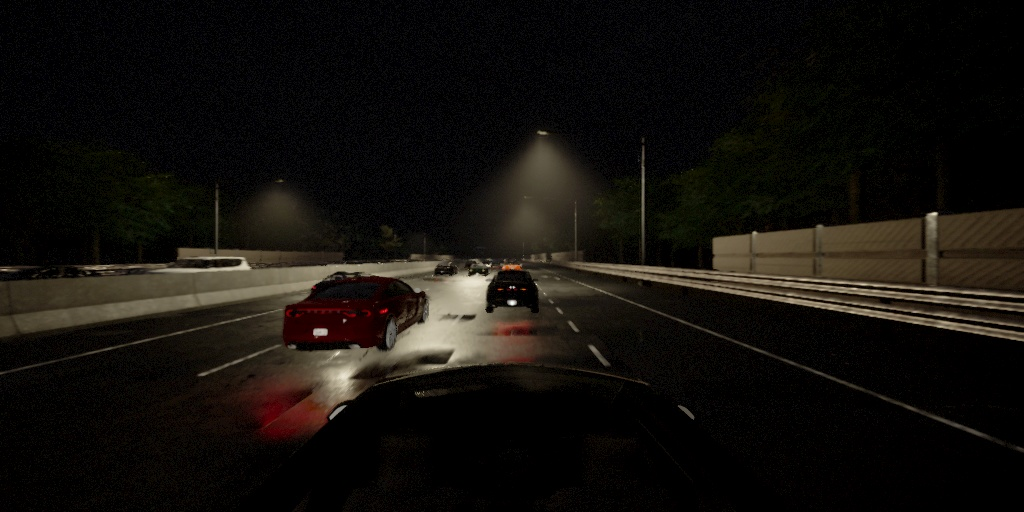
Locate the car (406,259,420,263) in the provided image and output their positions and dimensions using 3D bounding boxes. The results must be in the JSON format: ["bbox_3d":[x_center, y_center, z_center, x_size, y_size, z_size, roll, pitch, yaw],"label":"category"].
[{"bbox_3d":[-17.454,1.378,62.984,2.097,1.767,4.553,0,0,0],"label":"car"}]

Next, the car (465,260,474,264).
[{"bbox_3d":[-6.941,1.499,62.114,1.882,1.535,5.008,0,0,0],"label":"car"}]

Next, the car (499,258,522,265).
[{"bbox_3d":[0.035,1.259,38.184,2.097,1.767,4.553,0,0,0],"label":"car"}]

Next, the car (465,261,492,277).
[{"bbox_3d":[-3.463,1.509,38.255,1.895,1.301,4.718,0,0,0],"label":"car"}]

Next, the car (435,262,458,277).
[{"bbox_3d":[-6.966,1.400,38.246,2.128,1.511,4.902,0,0,0],"label":"car"}]

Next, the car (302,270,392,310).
[{"bbox_3d":[-6.986,1.358,15.746,1.994,1.385,4.181,0,0,0],"label":"car"}]

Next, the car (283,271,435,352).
[{"bbox_3d":[-3.492,1.248,9.015,1.882,1.535,5.008,0,0,0],"label":"car"}]

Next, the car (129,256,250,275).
[{"bbox_3d":[-17.575,1.035,20.373,2.150,2.045,5.566,0,0,0],"label":"car"}]

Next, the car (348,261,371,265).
[{"bbox_3d":[-24.462,1.536,58.696,1.812,1.442,4.674,0,0,0],"label":"car"}]

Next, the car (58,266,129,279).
[{"bbox_3d":[-21.076,1.362,20.222,2.033,1.411,5.357,0,0,0],"label":"car"}]

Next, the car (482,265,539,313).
[{"bbox_3d":[0.012,1.293,14.248,1.837,1.490,4.892,0,0,0],"label":"car"}]

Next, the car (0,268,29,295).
[{"bbox_3d":[-28.083,1.351,17.397,2.033,1.411,5.357,0,0,0],"label":"car"}]

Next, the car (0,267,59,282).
[{"bbox_3d":[-24.576,1.315,18.796,1.837,1.490,4.892,0,0,0],"label":"car"}]

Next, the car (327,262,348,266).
[{"bbox_3d":[-27.957,1.611,58.107,1.895,1.301,4.718,0,0,0],"label":"car"}]

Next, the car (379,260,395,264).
[{"bbox_3d":[-20.969,1.513,60.354,1.837,1.490,4.892,0,0,1],"label":"car"}]
